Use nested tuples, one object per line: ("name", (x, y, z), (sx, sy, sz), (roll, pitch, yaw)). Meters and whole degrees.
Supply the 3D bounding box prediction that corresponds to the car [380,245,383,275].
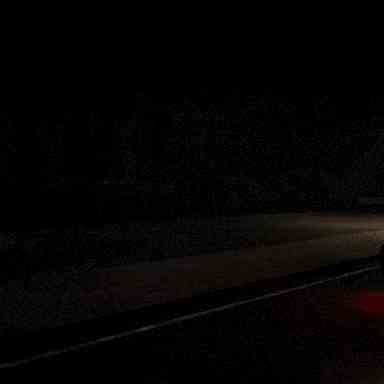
("car", (6.683, 1.504, 8.514), (4.892, 1.490, 1.837), (0, 0, -36))
